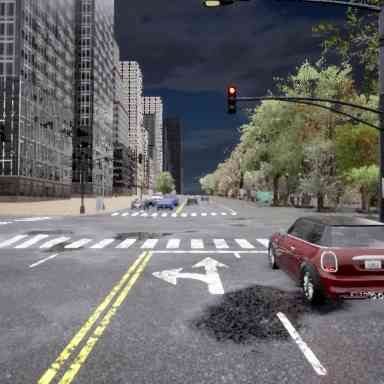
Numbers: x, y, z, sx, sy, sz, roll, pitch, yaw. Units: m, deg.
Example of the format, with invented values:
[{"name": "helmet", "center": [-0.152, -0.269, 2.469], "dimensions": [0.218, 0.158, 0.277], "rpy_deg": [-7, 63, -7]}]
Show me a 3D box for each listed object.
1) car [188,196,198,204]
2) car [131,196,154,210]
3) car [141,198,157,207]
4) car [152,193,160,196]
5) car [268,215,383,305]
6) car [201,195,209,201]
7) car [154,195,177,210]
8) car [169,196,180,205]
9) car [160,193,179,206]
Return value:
[{"name": "car", "center": [0.054, 1.471, 65.851], "dimensions": [1.812, 1.442, 4.674], "rpy_deg": [-2, 2, 0]}, {"name": "car", "center": [-6.624, 1.521, 42.699], "dimensions": [2.128, 1.511, 4.902], "rpy_deg": [0, 0, 0]}, {"name": "car", "center": [-6.627, 1.636, 51.968], "dimensions": [1.895, 1.301, 4.718], "rpy_deg": [0, 0, 0]}, {"name": "car", "center": [-6.599, 1.264, 62.702], "dimensions": [2.150, 2.045, 5.566], "rpy_deg": [0, 0, 1]}, {"name": "car", "center": [3.341, 1.350, 8.265], "dimensions": [2.097, 1.767, 4.553], "rpy_deg": [-1, 0, 0]}, {"name": "car", "center": [3.197, 1.585, 82.639], "dimensions": [2.128, 1.511, 4.902], "rpy_deg": [0, 0, 0]}, {"name": "car", "center": [-3.376, 1.507, 42.542], "dimensions": [1.882, 1.535, 5.008], "rpy_deg": [0, 0, 0]}, {"name": "car", "center": [-3.346, 1.569, 62.817], "dimensions": [1.812, 1.442, 4.674], "rpy_deg": [0, 0, 0]}, {"name": "car", "center": [-3.375, 1.257, 52.480], "dimensions": [2.150, 2.045, 5.566], "rpy_deg": [0, 0, 0]}]
